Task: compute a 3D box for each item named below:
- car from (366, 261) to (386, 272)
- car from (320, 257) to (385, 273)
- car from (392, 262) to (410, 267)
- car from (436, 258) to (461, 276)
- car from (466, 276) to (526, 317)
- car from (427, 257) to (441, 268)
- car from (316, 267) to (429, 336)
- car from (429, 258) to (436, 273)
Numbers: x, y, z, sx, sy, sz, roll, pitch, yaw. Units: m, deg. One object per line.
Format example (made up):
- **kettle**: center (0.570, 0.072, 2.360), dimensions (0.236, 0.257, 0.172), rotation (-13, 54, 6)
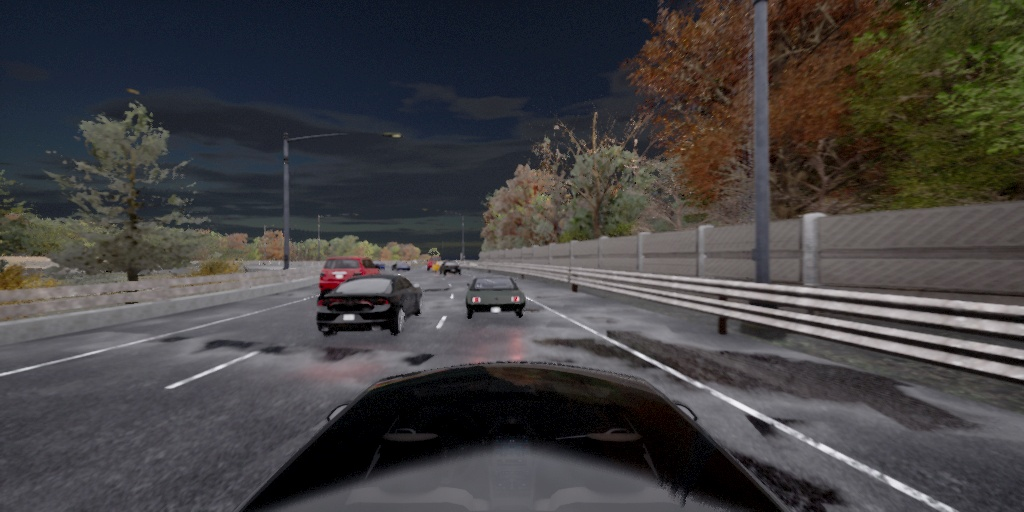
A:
- **car**: center (-19.572, 1.447, 51.537), dimensions (1.882, 1.535, 5.008), rotation (0, 0, -31)
- **car**: center (-8.606, 1.059, 19.517), dimensions (2.150, 2.045, 5.566), rotation (0, 0, -10)
- **car**: center (-16.514, 1.519, 53.236), dimensions (1.994, 1.385, 4.181), rotation (0, 0, -31)
- **car**: center (-6.965, 1.350, 40.066), dimensions (1.882, 1.535, 5.008), rotation (0, 0, -19)
- **car**: center (-0.731, 1.380, 13.267), dimensions (1.895, 1.301, 4.718), rotation (0, 0, -6)
- **car**: center (-11.623, 1.151, 54.105), dimensions (2.150, 2.045, 5.566), rotation (0, 0, -15)
- **car**: center (-3.934, 1.269, 10.722), dimensions (1.882, 1.535, 5.008), rotation (0, 0, -4)
- **car**: center (-9.296, 1.378, 46.906), dimensions (1.882, 1.535, 5.008), rotation (0, 0, -18)
